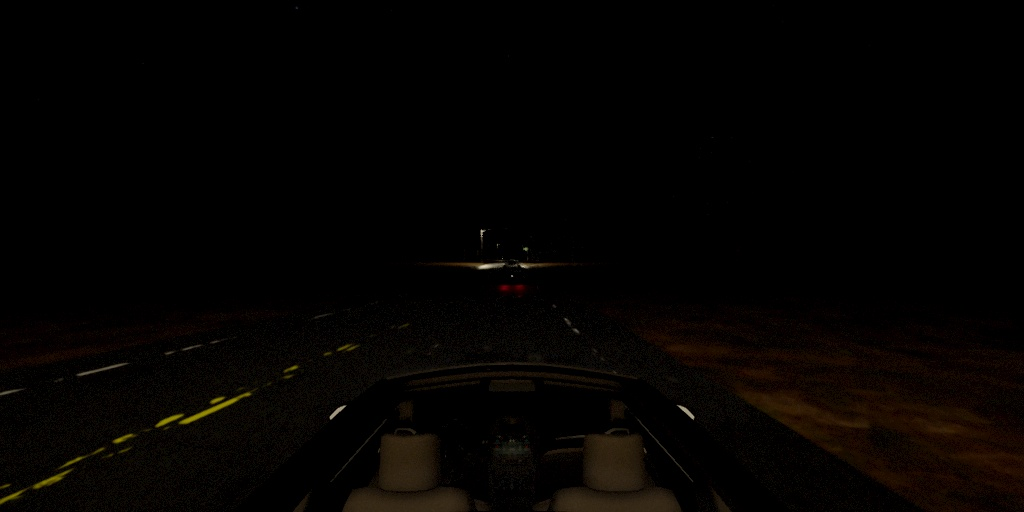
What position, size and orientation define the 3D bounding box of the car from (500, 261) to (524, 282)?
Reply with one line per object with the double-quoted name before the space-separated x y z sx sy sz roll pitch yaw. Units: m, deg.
"car" -0.003 1.399 30.606 2.128 1.511 4.902 0 0 0
